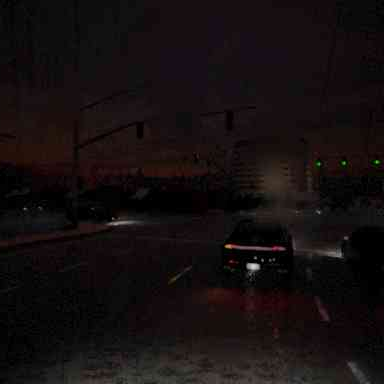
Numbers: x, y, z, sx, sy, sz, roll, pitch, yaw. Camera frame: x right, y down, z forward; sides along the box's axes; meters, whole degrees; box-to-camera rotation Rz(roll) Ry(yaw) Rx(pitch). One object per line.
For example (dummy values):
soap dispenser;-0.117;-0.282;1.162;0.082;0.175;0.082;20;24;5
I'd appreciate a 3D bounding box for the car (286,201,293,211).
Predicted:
car;14.612;2.047;51.189;1.812;1.442;4.674;0;-1;28

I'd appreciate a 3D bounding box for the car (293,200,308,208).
car;20.158;2.162;61.595;1.812;1.442;4.674;0;-1;28

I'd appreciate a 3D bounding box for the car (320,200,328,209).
car;20.817;2.074;55.426;2.128;1.511;4.902;0;-1;28

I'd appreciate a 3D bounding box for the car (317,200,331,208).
car;25.841;2.226;64.837;2.033;1.411;5.357;0;-1;28

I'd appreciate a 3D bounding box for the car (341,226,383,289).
car;5.459;1.652;9.195;2.033;1.411;5.357;0;-1;16

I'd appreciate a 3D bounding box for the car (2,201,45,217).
car;-17.245;1.657;33.605;4.553;1.767;2.097;0;-1;28

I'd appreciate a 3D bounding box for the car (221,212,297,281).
car;2.163;1.596;10.312;2.128;1.511;4.902;0;-1;16

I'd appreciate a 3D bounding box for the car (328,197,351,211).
car;22.535;1.767;50.809;2.150;2.045;5.566;0;-1;28

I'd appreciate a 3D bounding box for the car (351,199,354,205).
car;37.342;2.335;79.184;1.882;1.535;5.008;0;-1;28

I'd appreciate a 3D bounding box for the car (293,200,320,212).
car;15.961;2.029;46.262;2.033;1.411;5.357;0;-1;28

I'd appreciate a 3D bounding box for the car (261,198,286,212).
car;10.380;1.938;43.193;1.837;1.490;4.892;0;-1;28

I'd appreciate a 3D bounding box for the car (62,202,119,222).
car;-8.973;1.841;29.172;5.357;1.411;2.033;0;-1;28

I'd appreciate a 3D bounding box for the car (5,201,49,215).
car;-19.166;1.836;38.601;4.902;1.511;2.128;0;-1;28

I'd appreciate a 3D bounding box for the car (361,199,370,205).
car;40.571;2.396;77.805;2.033;1.411;5.357;0;-1;28
